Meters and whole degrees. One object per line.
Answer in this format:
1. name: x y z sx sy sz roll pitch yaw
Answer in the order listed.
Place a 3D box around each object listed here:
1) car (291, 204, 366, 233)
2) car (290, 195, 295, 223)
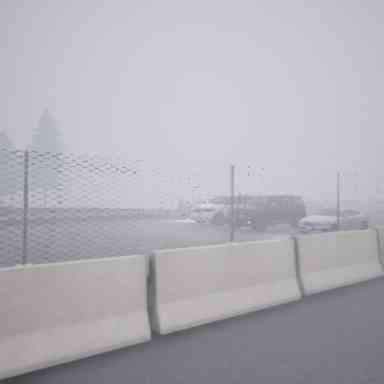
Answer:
1. car: 7.737 1.516 17.894 4.674 1.442 1.812 0 0 -35
2. car: 4.580 1.187 19.959 5.566 2.045 2.150 0 0 -35
